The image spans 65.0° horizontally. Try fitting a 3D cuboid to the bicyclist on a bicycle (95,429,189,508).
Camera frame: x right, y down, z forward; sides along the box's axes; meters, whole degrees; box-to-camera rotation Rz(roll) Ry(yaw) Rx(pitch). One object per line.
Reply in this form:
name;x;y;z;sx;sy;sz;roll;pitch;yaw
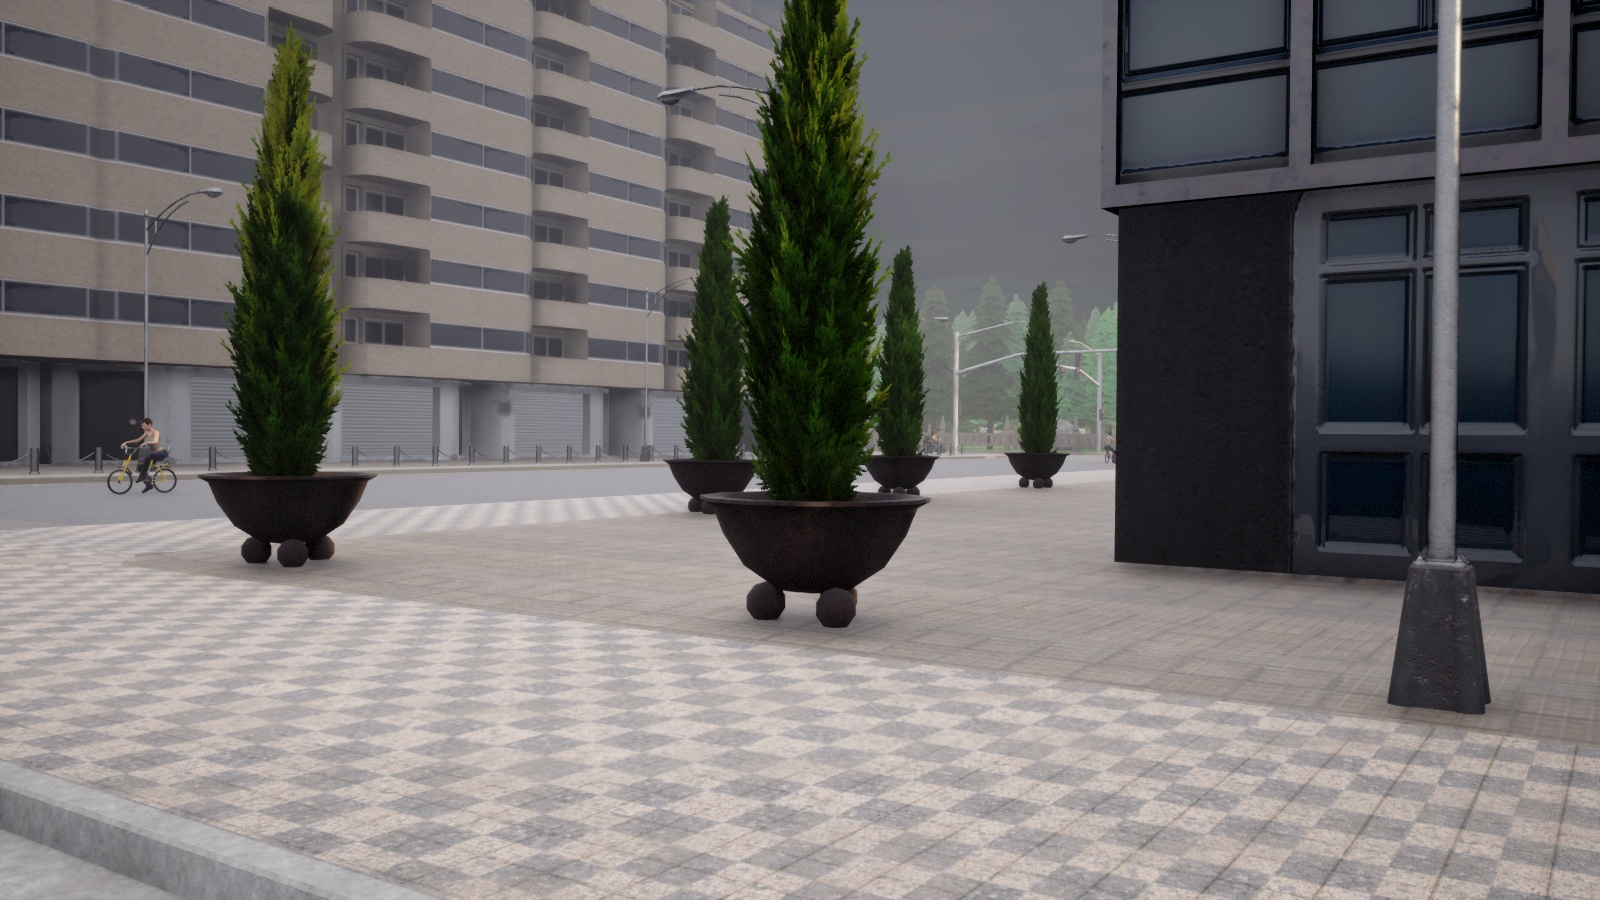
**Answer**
bicyclist on a bicycle;-13.916;0.375;26.601;0.866;1.612;1.509;0;1;34
